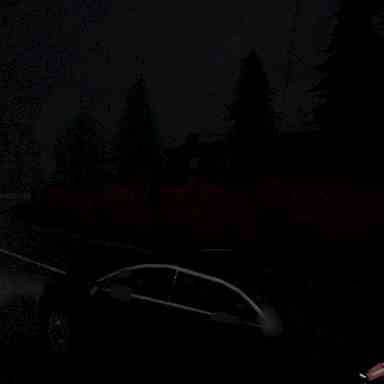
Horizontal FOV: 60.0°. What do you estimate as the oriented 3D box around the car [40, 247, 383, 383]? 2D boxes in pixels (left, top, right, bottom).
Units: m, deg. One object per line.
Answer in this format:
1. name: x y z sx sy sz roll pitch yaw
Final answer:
1. car: -0.034 1.472 4.213 4.902 1.511 2.128 0 0 37
